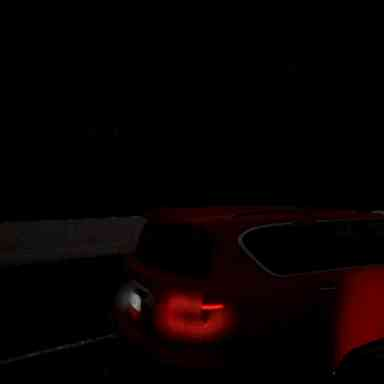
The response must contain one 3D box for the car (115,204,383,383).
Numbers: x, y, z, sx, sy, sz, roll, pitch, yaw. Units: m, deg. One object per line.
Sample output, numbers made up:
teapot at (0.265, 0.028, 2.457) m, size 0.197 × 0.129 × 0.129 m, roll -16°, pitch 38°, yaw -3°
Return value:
car at (1.746, 1.204, 4.719) m, size 5.566 × 2.045 × 2.150 m, roll 0°, pitch 0°, yaw -30°
